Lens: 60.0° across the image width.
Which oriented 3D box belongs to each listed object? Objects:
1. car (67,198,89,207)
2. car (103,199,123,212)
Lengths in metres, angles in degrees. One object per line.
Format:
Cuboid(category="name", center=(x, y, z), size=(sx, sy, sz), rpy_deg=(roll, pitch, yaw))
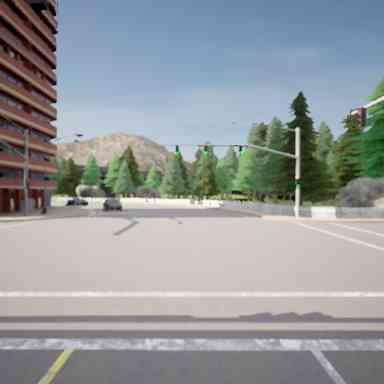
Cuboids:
Cuboid(category="car", center=(-18.228, 1.636, 53.067), size=(4.181, 1.385, 1.994), rpy_deg=(0, 0, 44))
Cuboid(category="car", center=(-9.354, 1.559, 39.268), size=(1.837, 1.490, 4.892), rpy_deg=(0, 0, -20))
